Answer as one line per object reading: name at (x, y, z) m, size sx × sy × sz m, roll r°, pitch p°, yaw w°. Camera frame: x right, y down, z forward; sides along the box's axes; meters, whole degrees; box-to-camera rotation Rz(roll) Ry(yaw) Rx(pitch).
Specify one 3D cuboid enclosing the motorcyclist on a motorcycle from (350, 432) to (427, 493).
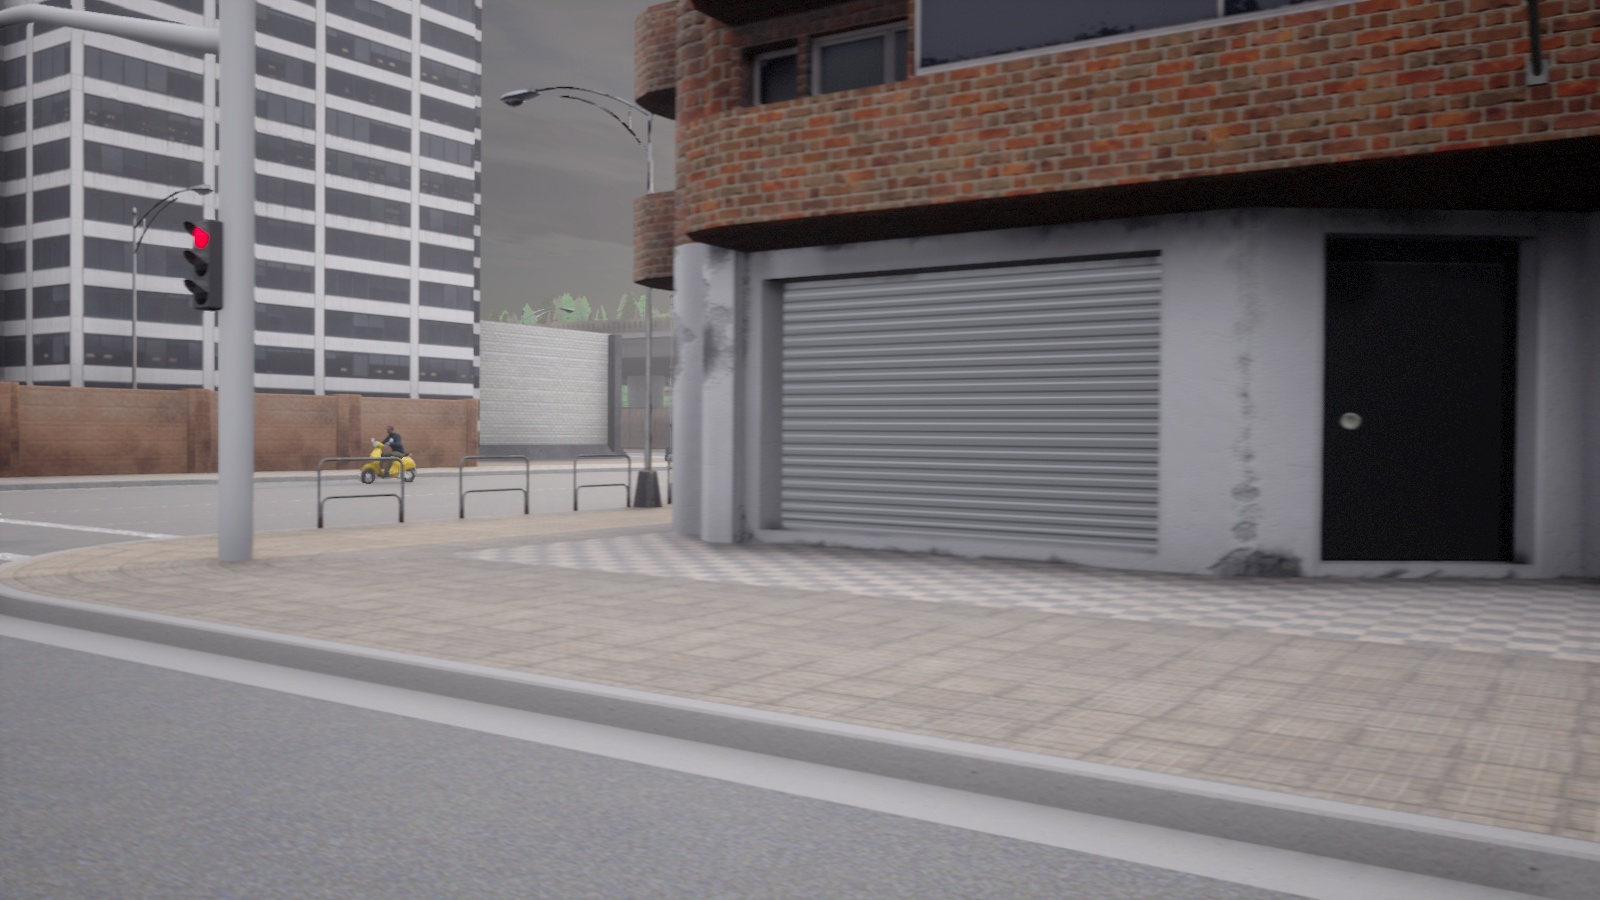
motorcyclist on a motorcycle at (-11.064, 0.323, 33.809) m, size 0.866 × 1.590 × 1.817 m, roll 0°, pitch 1°, yaw 33°
